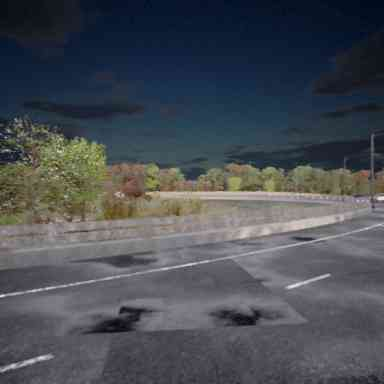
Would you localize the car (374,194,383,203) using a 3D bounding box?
[{"bbox_3d":[43.015,1.378,77.100,2.150,2.045,5.566,0,0,6],"label":"car"}]

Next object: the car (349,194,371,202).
[{"bbox_3d":[39.561,1.382,77.765,2.150,2.045,5.566,0,0,6],"label":"car"}]
